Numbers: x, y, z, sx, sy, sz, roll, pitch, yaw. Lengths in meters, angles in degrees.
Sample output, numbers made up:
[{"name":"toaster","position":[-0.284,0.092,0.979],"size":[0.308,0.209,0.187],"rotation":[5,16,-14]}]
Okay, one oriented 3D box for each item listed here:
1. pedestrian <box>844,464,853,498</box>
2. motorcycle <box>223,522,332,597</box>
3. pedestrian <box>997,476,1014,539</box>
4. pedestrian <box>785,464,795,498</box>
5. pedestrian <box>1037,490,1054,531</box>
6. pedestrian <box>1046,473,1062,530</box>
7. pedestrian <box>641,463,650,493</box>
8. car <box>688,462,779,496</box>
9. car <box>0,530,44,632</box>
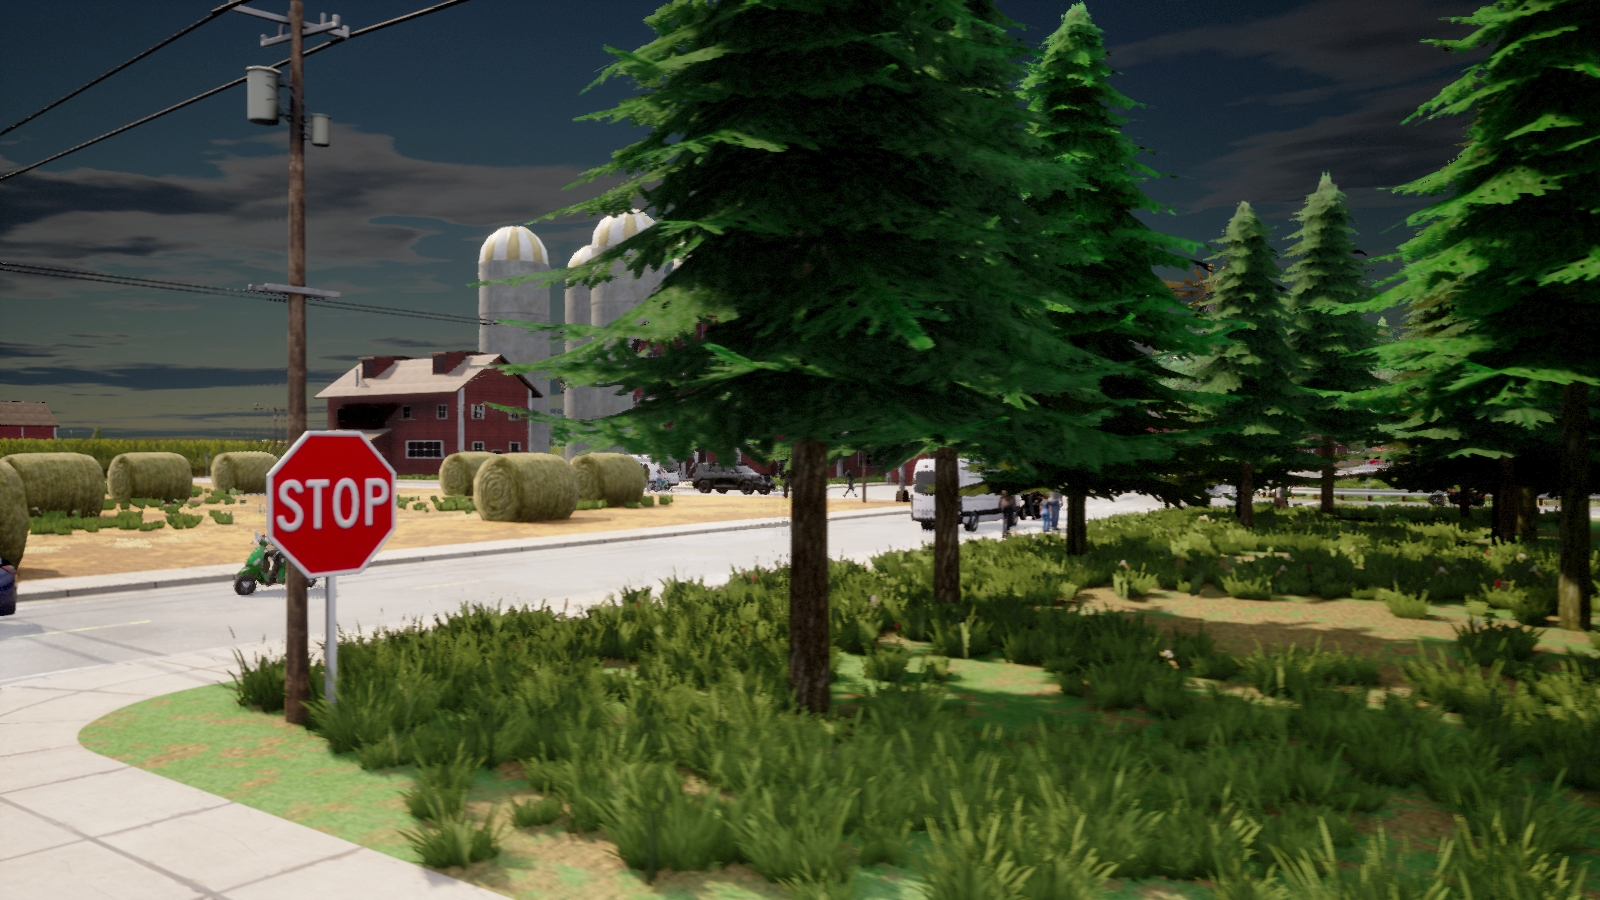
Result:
[{"name":"pedestrian","position":[2.653,1.692,62.562],"size":[0.375,1.860,0.375],"rotation":[0,0,33]},{"name":"motorcycle","position":[-10.421,2.157,22.854],"size":[0.856,1.316,1.805],"rotation":[0,0,33]},{"name":"pedestrian","position":[6.168,1.705,34.219],"size":[0.375,1.860,0.375],"rotation":[0,0,35]},{"name":"pedestrian","position":[-0.542,1.698,62.596],"size":[0.375,1.860,0.375],"rotation":[0,0,-34]},{"name":"pedestrian","position":[8.049,1.986,37.435],"size":[0.375,1.300,0.375],"rotation":[0,0,-44]},{"name":"pedestrian","position":[8.472,1.704,38.076],"size":[0.375,1.860,0.375],"rotation":[0,0,44]},{"name":"pedestrian","position":[-9.446,1.701,69.761],"size":[0.375,1.860,0.375],"rotation":[0,0,40]},{"name":"car","position":[-4.257,1.783,72.621],"size":[5.566,2.045,2.150],"rotation":[0,0,32]},{"name":"car","position":[-14.275,2.075,16.812],"size":[2.163,1.488,4.792],"rotation":[0,0,32]}]
